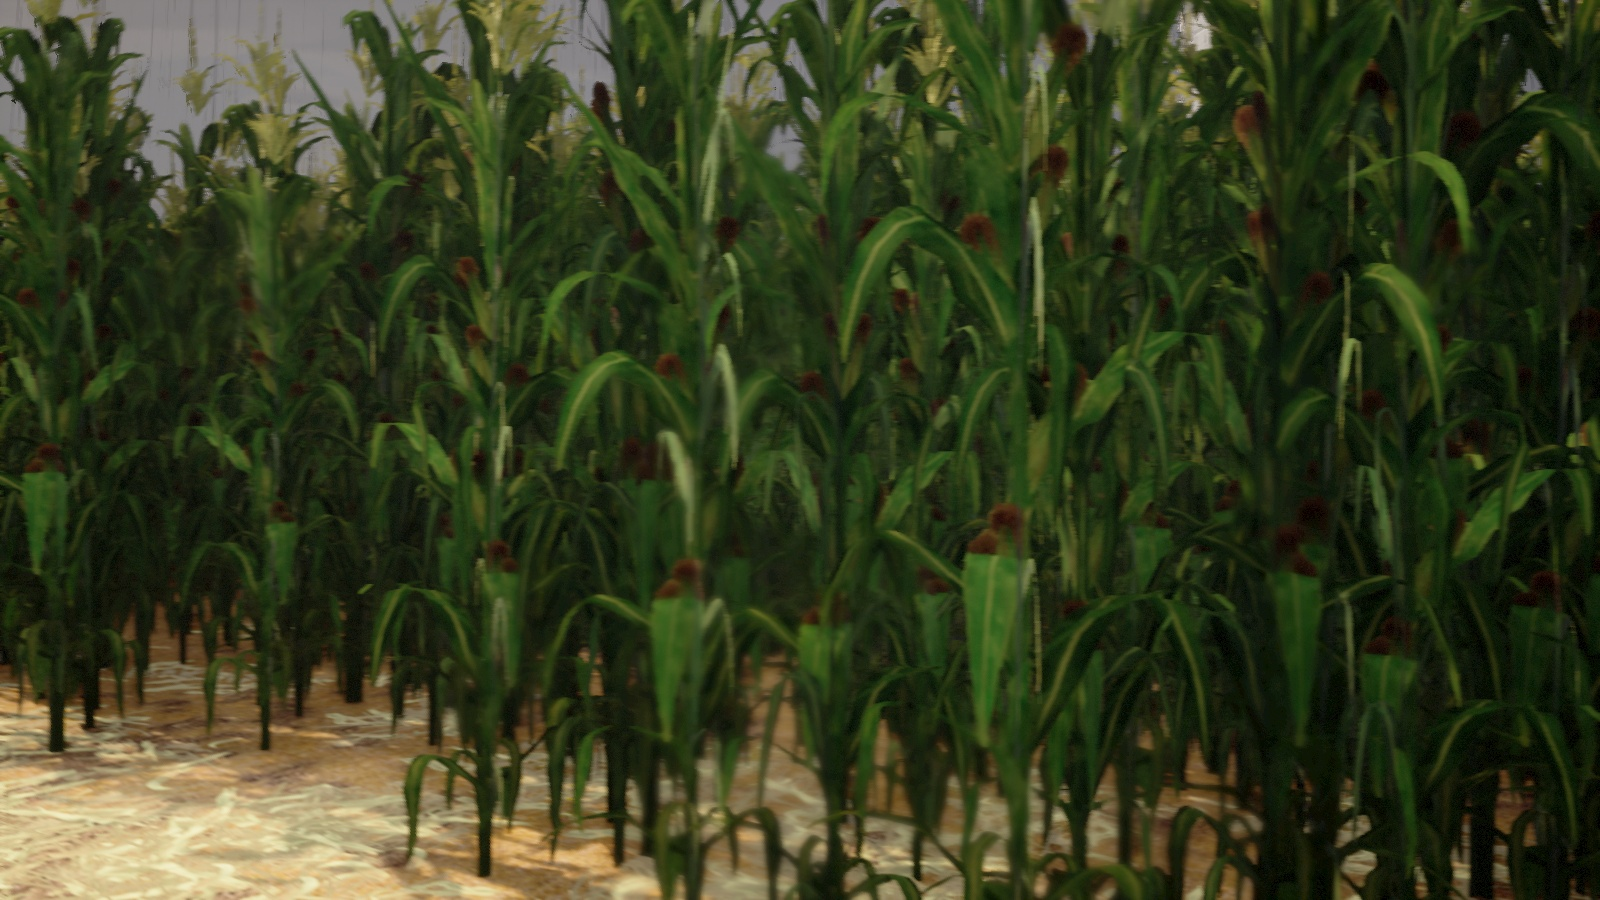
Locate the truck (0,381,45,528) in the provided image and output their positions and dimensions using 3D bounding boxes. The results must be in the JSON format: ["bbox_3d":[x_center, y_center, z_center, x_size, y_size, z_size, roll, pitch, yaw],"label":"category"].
[{"bbox_3d":[-15.601,0.103,20.263,2.627,2.467,5.204,1,2,32],"label":"truck"}]
